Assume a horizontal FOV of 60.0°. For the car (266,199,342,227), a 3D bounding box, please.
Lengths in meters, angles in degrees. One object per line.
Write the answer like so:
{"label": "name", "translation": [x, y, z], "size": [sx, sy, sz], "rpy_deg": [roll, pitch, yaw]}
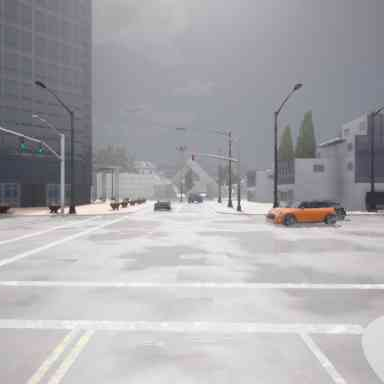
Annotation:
{"label": "car", "translation": [7.345, 1.351, 22.562], "size": [4.553, 1.767, 2.097], "rpy_deg": [0, 0, -14]}

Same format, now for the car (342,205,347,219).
{"label": "car", "translation": [10.039, 1.349, 27.214], "size": [4.553, 1.767, 2.097], "rpy_deg": [0, 0, 2]}

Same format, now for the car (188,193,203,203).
{"label": "car", "translation": [0.710, 1.217, 67.356], "size": [2.150, 2.045, 5.566], "rpy_deg": [0, 0, 12]}

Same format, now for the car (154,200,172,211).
{"label": "car", "translation": [-3.619, 1.598, 41.646], "size": [1.895, 1.301, 4.718], "rpy_deg": [0, 0, 0]}
